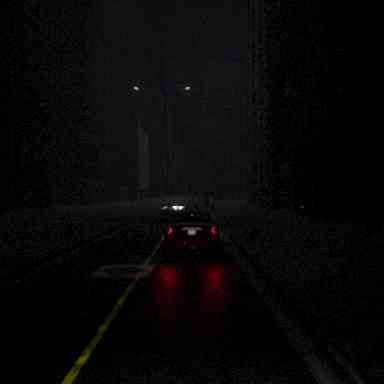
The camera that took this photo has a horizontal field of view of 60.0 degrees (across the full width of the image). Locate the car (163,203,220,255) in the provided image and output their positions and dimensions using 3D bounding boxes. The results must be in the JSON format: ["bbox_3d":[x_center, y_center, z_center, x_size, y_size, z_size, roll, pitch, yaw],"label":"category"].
[{"bbox_3d":[0.000,1.498,14.070,2.097,1.767,4.553,0,-1,0],"label":"car"}]

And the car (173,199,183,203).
[{"bbox_3d":[-3.014,2.351,71.796,2.128,1.511,4.902,0,-1,0],"label":"car"}]
